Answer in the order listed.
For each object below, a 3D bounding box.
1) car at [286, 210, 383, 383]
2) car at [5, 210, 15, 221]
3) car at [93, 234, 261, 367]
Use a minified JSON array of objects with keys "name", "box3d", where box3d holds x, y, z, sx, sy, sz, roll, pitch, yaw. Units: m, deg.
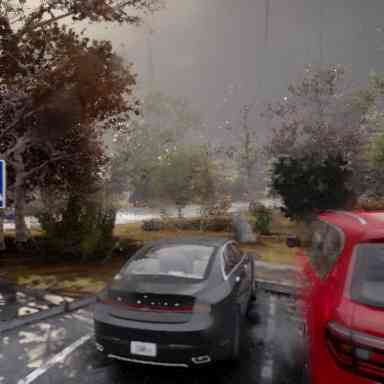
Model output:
[{"name":"car","box3d":[2.511,1.244,4.368,2.435,2.045,5.566,0,-1,15]},{"name":"car","box3d":[-24.501,2.922,43.320,2.097,1.767,4.553,-1,-1,-39]},{"name":"car","box3d":[0.077,1.518,6.050,2.231,1.521,4.892,0,-1,15]}]
